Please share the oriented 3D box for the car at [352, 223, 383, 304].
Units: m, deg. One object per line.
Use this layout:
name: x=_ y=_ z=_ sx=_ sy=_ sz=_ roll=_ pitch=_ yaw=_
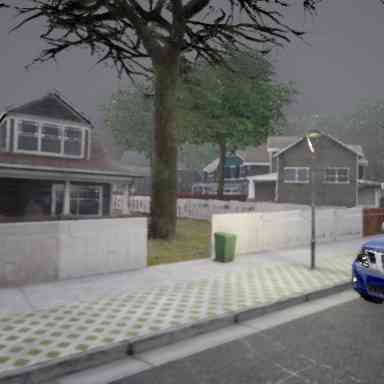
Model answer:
car: x=5.764 y=1.276 z=7.182 sx=5.566 sy=2.045 sz=2.150 roll=0 pitch=0 yaw=-35
